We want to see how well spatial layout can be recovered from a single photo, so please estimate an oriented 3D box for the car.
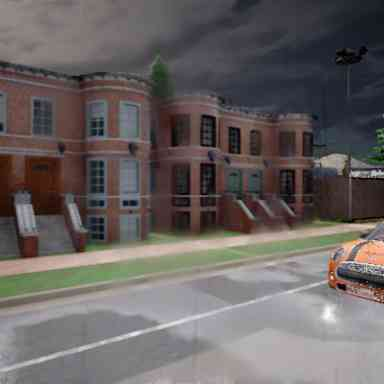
[{"bbox_3d":[5.174,1.354,7.681,4.553,1.767,2.097,0,0,-35],"label":"car"}]
